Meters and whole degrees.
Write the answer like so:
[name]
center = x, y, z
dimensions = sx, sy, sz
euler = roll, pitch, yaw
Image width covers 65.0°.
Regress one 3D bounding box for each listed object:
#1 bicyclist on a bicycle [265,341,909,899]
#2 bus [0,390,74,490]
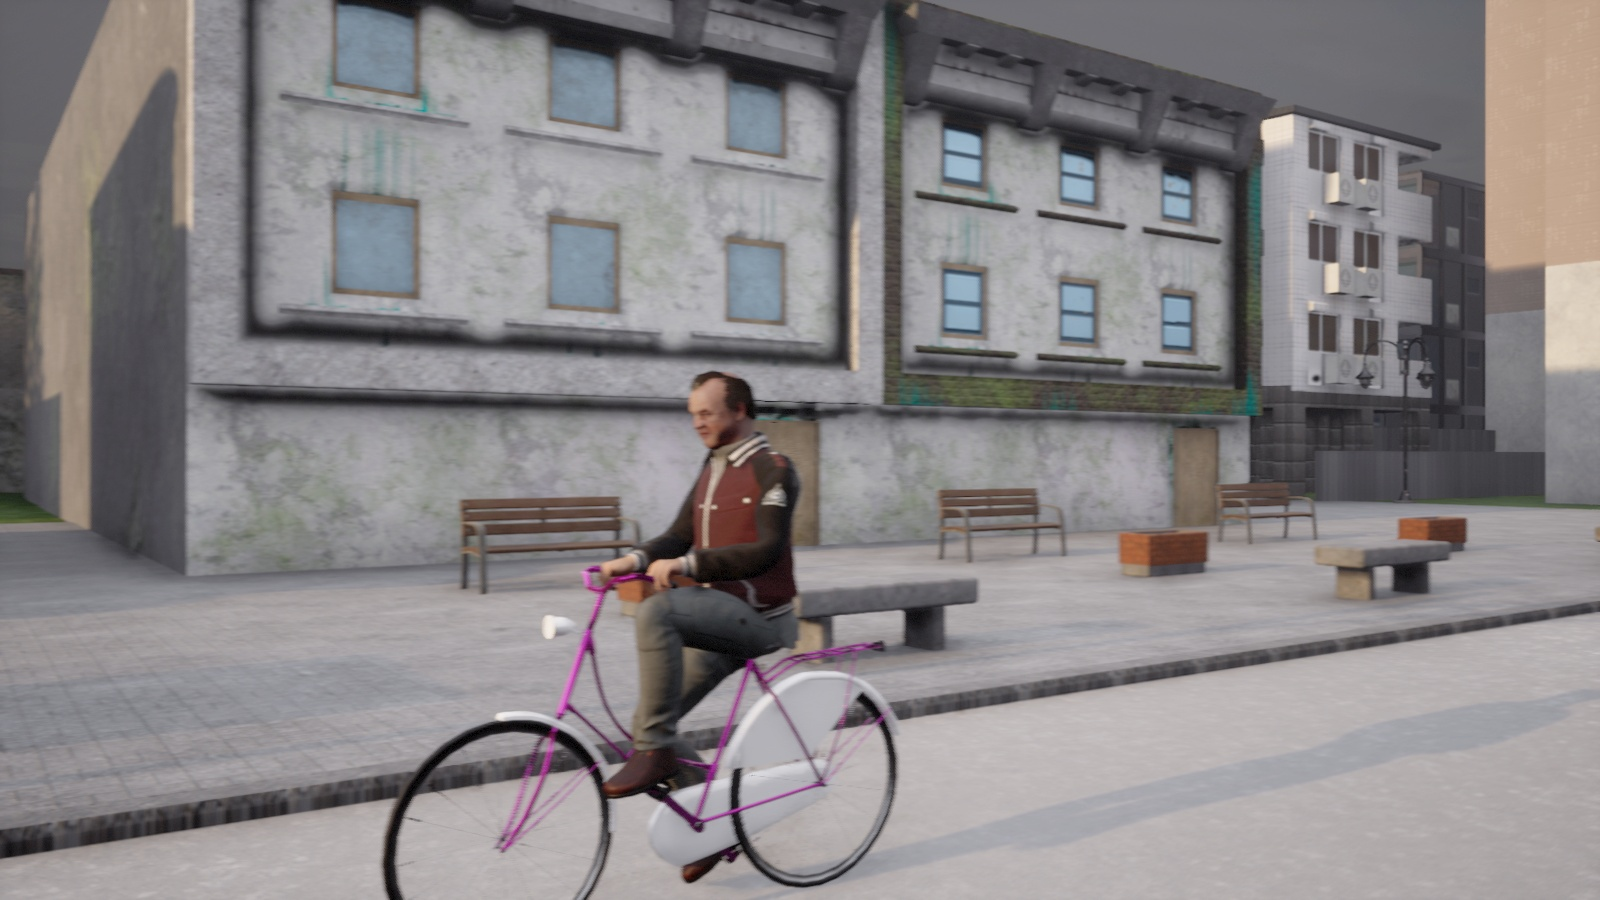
[bicyclist on a bicycle]
center = -0.588, 0.626, 3.859
dimensions = 1.843, 1.776, 0.659
euler = 0, 0, -35
[bus]
center = -37.063, -0.422, 53.579
dimensions = 10.273, 4.253, 3.944
euler = 0, 0, -35
